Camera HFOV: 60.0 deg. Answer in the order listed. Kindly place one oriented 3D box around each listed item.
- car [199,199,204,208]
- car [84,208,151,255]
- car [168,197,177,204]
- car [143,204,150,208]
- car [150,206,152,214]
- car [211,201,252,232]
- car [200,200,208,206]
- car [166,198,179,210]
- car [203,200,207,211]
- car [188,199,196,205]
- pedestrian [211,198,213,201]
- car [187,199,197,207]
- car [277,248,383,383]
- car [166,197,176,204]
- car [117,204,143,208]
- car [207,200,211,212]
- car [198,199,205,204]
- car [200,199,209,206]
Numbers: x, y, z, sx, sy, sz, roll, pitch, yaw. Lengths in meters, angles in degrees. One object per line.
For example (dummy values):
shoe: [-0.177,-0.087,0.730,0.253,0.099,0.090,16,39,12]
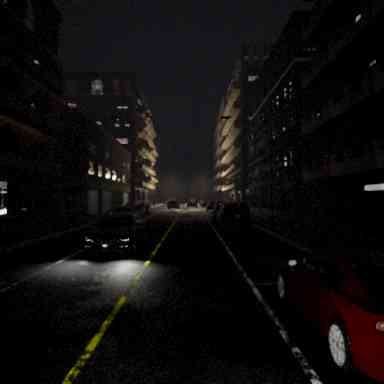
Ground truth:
car: [2.723,2.232,61.269,2.008,1.369,4.403,1,-1,0]
car: [-3.095,1.661,14.227,1.837,1.490,4.892,0,0,0]
car: [-5.641,2.370,94.740,2.192,1.841,5.009,1,-1,0]
car: [-5.667,1.954,33.458,1.802,1.307,4.206,1,-1,0]
car: [-5.666,2.016,39.029,1.802,1.307,4.206,1,-1,0]
car: [2.712,1.563,22.277,2.192,1.841,5.009,1,-1,0]
car: [2.729,2.449,77.982,1.802,1.307,4.206,1,-1,0]
car: [-3.053,2.129,54.278,1.812,1.442,4.674,0,-1,0]
car: [3.018,2.043,48.323,1.837,1.490,4.892,0,-1,0]
car: [0.031,2.431,84.734,2.033,1.411,5.357,0,-1,0]
pedestrian: [3.019,1.864,51.284,0.375,1.860,0.375,1,-2,-5]
car: [0.044,2.332,64.423,1.895,1.301,4.718,0,-1,1]
car: [2.703,1.608,5.561,1.887,1.381,4.507,1,-1,0]
car: [-5.642,2.308,89.168,2.192,1.841,5.009,1,-1,0]
car: [-5.669,1.855,27.888,1.887,1.381,4.507,1,-1,0]
car: [2.714,1.624,27.847,2.192,1.841,5.009,1,-1,0]
car: [2.735,2.636,94.694,1.802,1.307,4.206,1,-1,0]
car: [2.728,2.332,72.581,1.752,1.417,4.829,1,-1,0]
